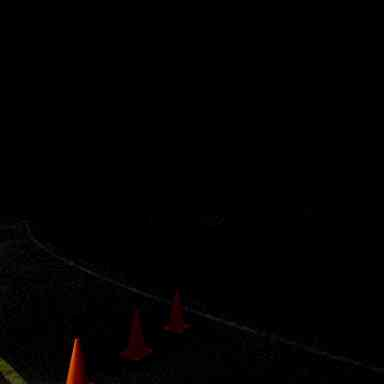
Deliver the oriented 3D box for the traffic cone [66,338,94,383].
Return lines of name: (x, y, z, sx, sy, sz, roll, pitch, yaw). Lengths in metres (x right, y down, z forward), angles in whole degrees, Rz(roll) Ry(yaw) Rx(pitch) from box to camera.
traffic cone: (-1.290, 1.945, 3.746, 0.340, 0.580, 0.340, 1, 1, 31)

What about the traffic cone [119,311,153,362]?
traffic cone: (-0.770, 1.938, 4.597, 0.340, 0.580, 0.340, 1, 1, 32)

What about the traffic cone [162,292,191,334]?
traffic cone: (-0.250, 1.931, 5.447, 0.340, 0.580, 0.340, 1, 1, 31)

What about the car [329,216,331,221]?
car: (35.637, 6.632, 82.728, 1.851, 1.617, 3.988, -4, -3, 4)
